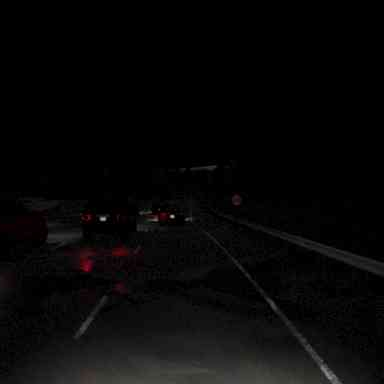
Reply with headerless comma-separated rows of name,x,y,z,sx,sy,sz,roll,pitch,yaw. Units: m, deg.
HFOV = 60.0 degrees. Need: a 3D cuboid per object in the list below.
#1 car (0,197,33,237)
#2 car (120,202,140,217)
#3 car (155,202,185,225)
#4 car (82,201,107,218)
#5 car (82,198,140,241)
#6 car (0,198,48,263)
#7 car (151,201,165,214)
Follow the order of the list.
car,-11.452,1.378,19.428,2.150,2.045,5.566,0,0,-6
car,-6.631,1.812,35.585,1.994,1.385,4.181,0,0,-10
car,-1.626,1.737,25.889,1.994,1.385,4.181,0,0,-6
car,-9.886,1.750,33.940,1.837,1.490,4.892,0,0,-10
car,-4.255,1.348,17.794,2.150,2.045,5.566,0,0,-5
car,-7.365,1.322,12.454,2.150,2.045,5.566,0,0,-4
car,-3.696,1.788,39.032,1.812,1.442,4.674,0,0,-11
